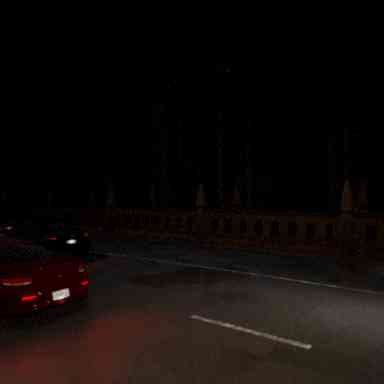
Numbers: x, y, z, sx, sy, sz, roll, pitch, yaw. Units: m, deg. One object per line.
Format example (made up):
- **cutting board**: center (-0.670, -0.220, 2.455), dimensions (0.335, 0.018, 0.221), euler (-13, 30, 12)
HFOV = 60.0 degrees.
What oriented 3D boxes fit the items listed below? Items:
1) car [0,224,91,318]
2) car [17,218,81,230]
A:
- **car**: center (-4.060, 1.575, 6.901), dimensions (4.674, 1.442, 1.812), euler (-1, -1, 36)
- **car**: center (-5.681, 1.670, 12.365), dimensions (4.181, 1.385, 1.994), euler (-1, -1, 36)
